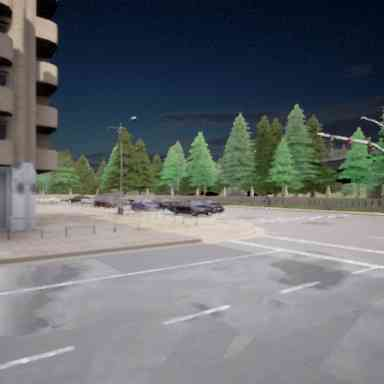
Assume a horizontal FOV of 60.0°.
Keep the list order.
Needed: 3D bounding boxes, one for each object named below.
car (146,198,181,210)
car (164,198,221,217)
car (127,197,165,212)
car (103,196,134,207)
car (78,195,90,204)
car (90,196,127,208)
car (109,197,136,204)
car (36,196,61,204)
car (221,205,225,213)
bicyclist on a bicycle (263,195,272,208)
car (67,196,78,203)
[{"bbox_3d":[-3.715,1.493,42.560,2.033,1.411,5.357,0,0,-36],"label":"car"},{"bbox_3d":[-0.045,1.493,31.232,2.033,1.411,5.357,0,0,-37],"label":"car"},{"bbox_3d":[-5.483,1.471,38.948,1.812,1.442,4.674,0,0,-36],"label":"car"},{"bbox_3d":[-11.361,1.436,51.018,4.902,1.511,2.128,0,0,40],"label":"car"},{"bbox_3d":[-17.400,1.545,59.193,4.718,1.301,1.895,0,0,26],"label":"car"},{"bbox_3d":[-11.743,1.297,46.645,4.553,1.767,2.097,0,0,42],"label":"car"},{"bbox_3d":[-12.647,1.546,60.608,4.718,1.301,1.895,0,0,31],"label":"car"},{"bbox_3d":[-26.935,1.469,62.360,4.674,1.442,1.812,0,0,12],"label":"car"},{"bbox_3d":[1.553,1.510,35.052,1.994,1.385,4.181,0,0,-35],"label":"car"},{"bbox_3d":[9.694,1.247,42.659,1.656,1.620,0.582,0,0,-35],"label":"bicyclist on a bicycle"},{"bbox_3d":[-21.954,1.450,64.891,4.892,1.490,1.837,0,0,15],"label":"car"}]
